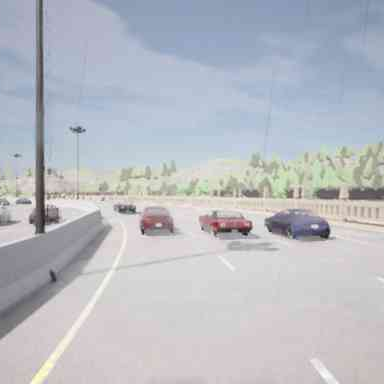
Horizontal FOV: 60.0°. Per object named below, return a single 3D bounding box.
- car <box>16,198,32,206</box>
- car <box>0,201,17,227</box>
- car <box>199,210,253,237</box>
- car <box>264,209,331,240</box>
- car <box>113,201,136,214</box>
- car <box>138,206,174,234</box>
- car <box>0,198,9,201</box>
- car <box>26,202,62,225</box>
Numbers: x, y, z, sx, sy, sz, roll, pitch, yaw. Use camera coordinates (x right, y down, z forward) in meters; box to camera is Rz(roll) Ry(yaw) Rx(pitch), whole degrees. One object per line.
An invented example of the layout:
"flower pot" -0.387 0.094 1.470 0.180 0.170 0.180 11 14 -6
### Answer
"car" -31.487 1.756 62.286 2.033 1.411 5.357 0 0 -40
"car" -14.198 1.626 23.713 1.812 1.442 4.674 0 0 -16
"car" 1.662 1.625 18.309 1.895 1.301 4.718 0 0 -11
"car" 5.339 1.571 17.340 1.994 1.385 4.181 0 0 -10
"car" -7.704 1.697 37.529 1.895 1.301 4.718 0 0 -22
"car" -2.174 1.568 19.618 1.812 1.442 4.674 0 0 -11
"car" -34.169 1.748 60.037 1.812 1.442 4.674 0 0 -40
"car" -10.990 1.654 25.196 1.994 1.385 4.181 0 0 -17
